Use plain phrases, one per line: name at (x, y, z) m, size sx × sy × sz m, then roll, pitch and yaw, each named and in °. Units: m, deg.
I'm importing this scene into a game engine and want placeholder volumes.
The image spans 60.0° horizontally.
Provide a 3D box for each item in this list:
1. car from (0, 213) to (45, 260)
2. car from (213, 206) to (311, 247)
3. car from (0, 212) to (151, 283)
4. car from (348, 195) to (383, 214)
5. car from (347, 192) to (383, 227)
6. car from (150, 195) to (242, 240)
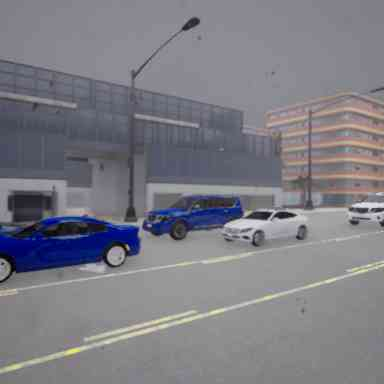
car at (-8.016, 1.549, 11.171) m, size 5.357 × 1.411 × 2.033 m, roll 0°, pitch 0°, yaw -35°
car at (3.460, 1.474, 15.037) m, size 4.674 × 1.442 × 1.812 m, roll -1°, pitch 0°, yaw -35°
car at (-3.943, 1.475, 9.773) m, size 5.008 × 1.535 × 1.882 m, roll 0°, pitch 0°, yaw -35°
car at (14.987, 0.981, 27.434) m, size 4.181 × 1.385 × 1.994 m, roll 0°, pitch 0°, yaw -35°
car at (12.222, 1.033, 21.215) m, size 5.566 × 2.045 × 2.150 m, roll -1°, pitch 0°, yaw -35°
car at (0.282, 1.184, 17.072) m, size 5.566 × 2.045 × 2.150 m, roll -1°, pitch 0°, yaw -35°
